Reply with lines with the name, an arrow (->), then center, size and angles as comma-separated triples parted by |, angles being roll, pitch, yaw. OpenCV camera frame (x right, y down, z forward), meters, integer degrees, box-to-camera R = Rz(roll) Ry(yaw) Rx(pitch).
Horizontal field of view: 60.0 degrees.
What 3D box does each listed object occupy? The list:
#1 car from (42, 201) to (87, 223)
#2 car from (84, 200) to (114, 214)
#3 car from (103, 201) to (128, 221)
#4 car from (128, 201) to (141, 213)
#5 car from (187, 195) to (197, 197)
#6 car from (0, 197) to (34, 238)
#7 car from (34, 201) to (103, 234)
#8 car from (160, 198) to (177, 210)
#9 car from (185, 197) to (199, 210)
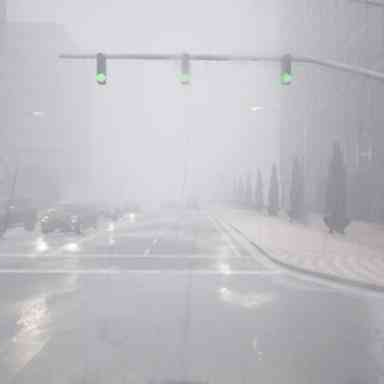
car -> -10.606, 1.603, 28.104 | 1.882, 1.535, 5.008 | 0, 0, 0
car -> -10.596, 1.716, 38.437 | 2.033, 1.411, 5.357 | 0, 0, 0
car -> -7.103, 1.666, 28.737 | 1.812, 1.442, 4.674 | 0, 0, -1
car -> -7.097, 1.745, 38.616 | 1.994, 1.385, 4.181 | 0, 0, 0
car -> -0.020, 1.507, 57.887 | 2.150, 2.045, 5.566 | 0, 0, 0
car -> -10.602, 1.307, 18.404 | 2.150, 2.045, 5.566 | 0, 0, 0
car -> -7.104, 1.455, 19.753 | 2.097, 1.767, 4.553 | 0, 0, 0
car -> -3.517, 1.739, 48.354 | 1.837, 1.490, 4.892 | 0, 0, 0
car -> -0.017, 1.791, 47.785 | 2.033, 1.411, 5.357 | 0, 0, 0
